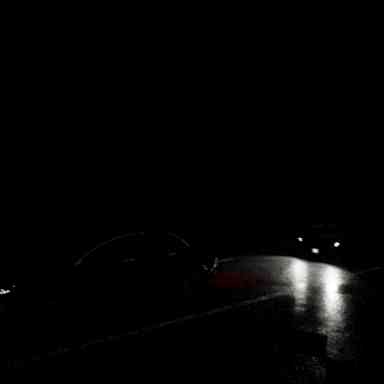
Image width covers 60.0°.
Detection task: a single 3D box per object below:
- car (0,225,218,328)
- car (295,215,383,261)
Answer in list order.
[{"bbox_3d":[-1.668,1.516,7.083,4.892,1.490,1.837,0,0,-35],"label":"car"},{"bbox_3d":[6.327,1.597,12.717,5.357,1.411,2.033,0,0,-35],"label":"car"}]
